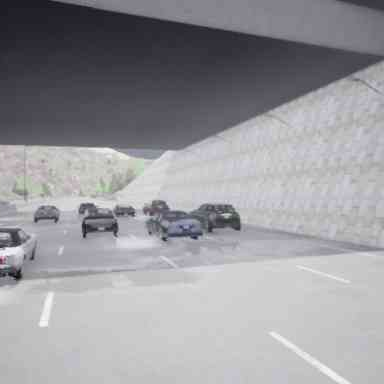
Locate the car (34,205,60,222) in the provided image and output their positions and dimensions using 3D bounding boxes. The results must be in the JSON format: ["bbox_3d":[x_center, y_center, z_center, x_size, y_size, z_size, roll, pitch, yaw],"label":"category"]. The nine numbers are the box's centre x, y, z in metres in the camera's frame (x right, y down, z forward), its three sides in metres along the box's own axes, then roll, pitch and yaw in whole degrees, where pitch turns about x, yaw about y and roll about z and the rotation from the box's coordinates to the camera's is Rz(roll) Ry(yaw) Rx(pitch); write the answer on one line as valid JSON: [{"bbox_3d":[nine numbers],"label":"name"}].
[{"bbox_3d":[-12.791,1.875,29.415,2.033,1.411,5.357,0,0,-20],"label":"car"}]

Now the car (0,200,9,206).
[{"bbox_3d":[-35.890,2.248,62.697,2.128,1.511,4.902,0,0,-20],"label":"car"}]

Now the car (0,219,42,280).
[{"bbox_3d":[-5.860,1.726,9.957,1.895,1.301,4.718,0,0,-19],"label":"car"}]

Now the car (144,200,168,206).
[{"bbox_3d":[-3.959,1.636,35.906,2.097,1.767,4.553,0,0,-20],"label":"car"}]

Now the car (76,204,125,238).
[{"bbox_3d":[-5.426,1.676,19.197,2.128,1.511,4.902,0,0,-20],"label":"car"}]

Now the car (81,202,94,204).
[{"bbox_3d":[-10.907,1.850,34.561,1.837,1.490,4.892,0,0,-20],"label":"car"}]

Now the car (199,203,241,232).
[{"bbox_3d":[1.277,1.485,21.233,2.097,1.767,4.553,0,0,-20],"label":"car"}]

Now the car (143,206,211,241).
[{"bbox_3d":[-1.107,1.677,17.514,2.033,1.411,5.357,0,0,-20],"label":"car"}]

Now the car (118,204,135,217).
[{"bbox_3d":[-7.218,1.909,34.636,1.895,1.301,4.718,0,0,-20],"label":"car"}]
